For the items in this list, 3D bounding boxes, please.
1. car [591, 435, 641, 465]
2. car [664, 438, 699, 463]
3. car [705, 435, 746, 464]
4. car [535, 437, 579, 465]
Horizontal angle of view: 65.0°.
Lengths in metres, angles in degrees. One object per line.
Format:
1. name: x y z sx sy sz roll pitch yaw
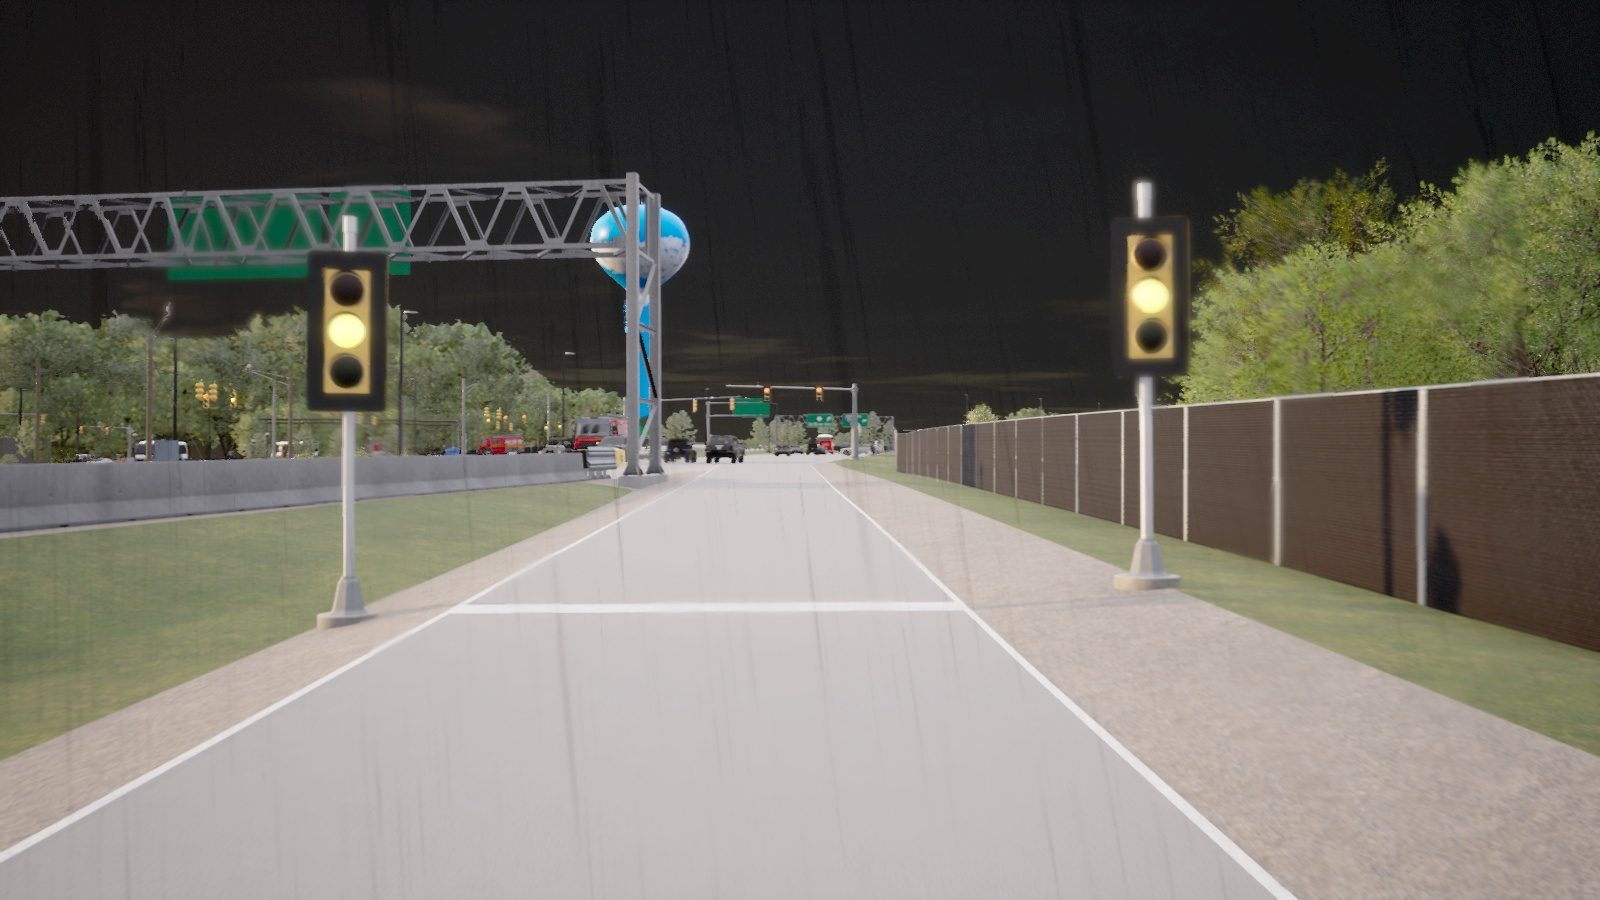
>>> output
1. car: -12.956 -0.014 88.794 2.150 2.045 5.566 0 0 6
2. car: -8.861 0.043 94.039 1.905 1.878 3.866 0 0 6
3. car: -5.462 -0.042 92.927 2.150 2.045 5.566 0 0 6
4. car: -16.719 0.077 86.575 1.905 1.878 3.866 0 0 6
